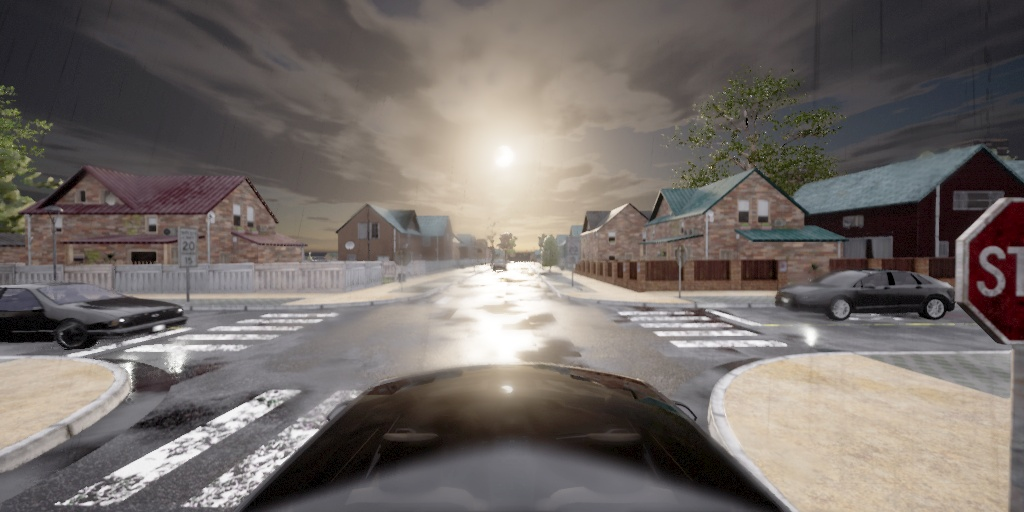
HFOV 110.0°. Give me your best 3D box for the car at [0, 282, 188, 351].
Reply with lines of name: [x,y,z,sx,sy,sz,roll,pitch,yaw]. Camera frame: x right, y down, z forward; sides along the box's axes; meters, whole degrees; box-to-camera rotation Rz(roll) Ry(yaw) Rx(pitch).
car: [-11.155,1.354,8.591,5.357,1.411,2.033,0,1,-1]

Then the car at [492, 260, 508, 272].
car: [-1.611,1.275,48.832,1.837,1.490,4.892,0,0,1]

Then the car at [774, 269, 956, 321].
car: [11.201,1.175,11.540,4.892,1.490,1.837,0,1,-1]
